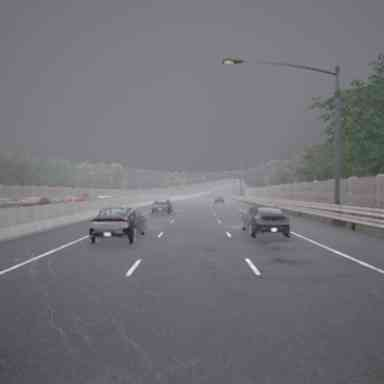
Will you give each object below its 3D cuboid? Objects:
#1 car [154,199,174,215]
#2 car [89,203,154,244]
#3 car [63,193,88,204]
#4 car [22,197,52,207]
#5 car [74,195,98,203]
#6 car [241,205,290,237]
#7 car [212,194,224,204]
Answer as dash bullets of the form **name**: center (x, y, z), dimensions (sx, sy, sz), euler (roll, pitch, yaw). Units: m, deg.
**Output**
- **car**: center (-2.892, 1.414, 33.336), dimensions (2.128, 1.511, 4.902), euler (0, 0, 2)
- **car**: center (-3.276, 1.436, 15.419), dimensions (2.128, 1.511, 4.902), euler (0, 0, 1)
- **car**: center (-16.550, 1.124, 48.140), dimensions (2.150, 2.045, 5.566), euler (0, 0, 3)
- **car**: center (-20.245, 1.371, 43.654), dimensions (1.882, 1.535, 5.008), euler (0, 0, 2)
- **car**: center (-13.248, 1.470, 43.359), dimensions (1.994, 1.385, 4.181), euler (0, 0, 2)
- **car**: center (3.755, 1.451, 17.480), dimensions (1.837, 1.490, 4.892), euler (0, 0, 1)
- **car**: center (5.352, 1.501, 65.092), dimensions (1.837, 1.490, 4.892), euler (0, 0, 3)
